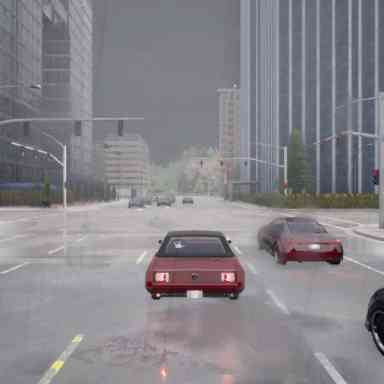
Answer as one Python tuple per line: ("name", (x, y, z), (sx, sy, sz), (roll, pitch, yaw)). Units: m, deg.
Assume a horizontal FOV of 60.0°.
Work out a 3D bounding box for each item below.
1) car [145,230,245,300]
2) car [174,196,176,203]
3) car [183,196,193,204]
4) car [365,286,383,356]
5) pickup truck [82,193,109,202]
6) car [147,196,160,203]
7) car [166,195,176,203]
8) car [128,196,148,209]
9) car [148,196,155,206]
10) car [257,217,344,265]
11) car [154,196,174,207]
("car", (0.074, 1.601, 8.358), (1.895, 1.301, 4.718), (0, 0, 0))
("car", (-4.441, 1.505, 62.211), (1.837, 1.490, 4.892), (0, 0, -1))
("car", (-0.828, 1.564, 65.378), (1.994, 1.385, 4.181), (0, 0, -1))
("car", (3.610, 1.564, 3.304), (1.994, 1.385, 4.181), (0, 0, -1))
("pickup truck", (-21.165, 1.058, 73.415), (2.390, 2.098, 6.274), (0, 0, 30))
("car", (-7.980, 1.522, 69.009), (2.128, 1.511, 4.902), (0, 0, -1))
("car", (-4.529, 1.525, 72.509), (2.128, 1.511, 4.902), (0, 0, -1))
("car", (-7.747, 1.505, 46.695), (1.837, 1.490, 4.892), (0, 0, -1))
("car", (-7.876, 1.501, 56.062), (1.837, 1.490, 4.892), (0, 1, -1))
("car", (3.582, 1.564, 11.715), (1.994, 1.385, 4.181), (0, 0, 0))
("car", (-4.315, 1.564, 52.021), (1.994, 1.385, 4.181), (0, 0, -1))
